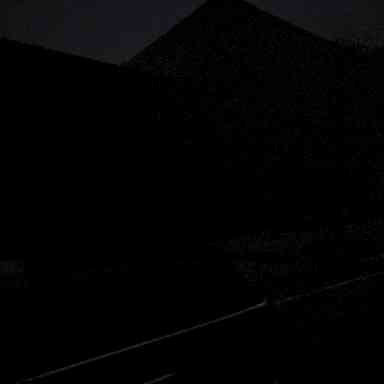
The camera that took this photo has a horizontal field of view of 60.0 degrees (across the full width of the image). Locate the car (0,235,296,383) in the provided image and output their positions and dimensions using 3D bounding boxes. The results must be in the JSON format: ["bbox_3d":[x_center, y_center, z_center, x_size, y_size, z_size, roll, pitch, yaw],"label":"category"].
[{"bbox_3d":[-1.236,1.351,2.792,4.553,1.767,2.097,0,0,-35],"label":"car"}]
